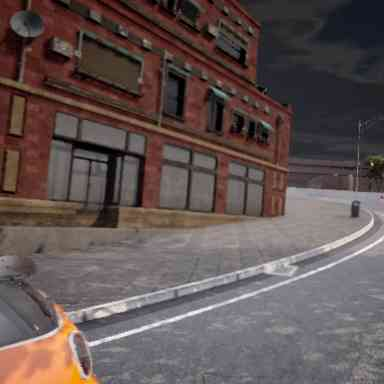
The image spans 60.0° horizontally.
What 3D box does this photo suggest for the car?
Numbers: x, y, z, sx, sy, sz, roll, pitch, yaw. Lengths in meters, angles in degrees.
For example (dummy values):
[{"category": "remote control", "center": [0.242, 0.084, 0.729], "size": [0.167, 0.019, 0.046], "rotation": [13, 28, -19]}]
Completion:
[{"category": "car", "center": [-3.011, 1.382, 2.120], "size": [4.553, 1.767, 2.097], "rotation": [0, 0, -35]}]
